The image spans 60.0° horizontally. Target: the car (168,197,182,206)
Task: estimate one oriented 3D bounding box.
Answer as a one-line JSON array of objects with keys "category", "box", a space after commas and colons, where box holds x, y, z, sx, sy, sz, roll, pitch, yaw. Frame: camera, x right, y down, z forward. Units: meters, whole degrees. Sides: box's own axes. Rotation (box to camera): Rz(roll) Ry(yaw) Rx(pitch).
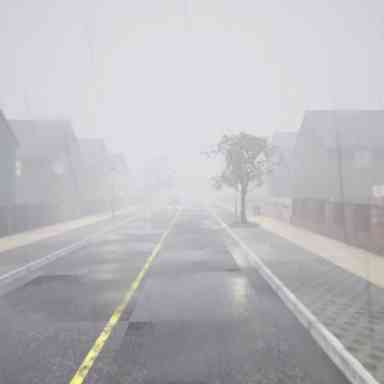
[{"category": "car", "box": [-2.725, 1.477, 53.594, 1.812, 1.442, 4.674, -1, 0, 0]}]
